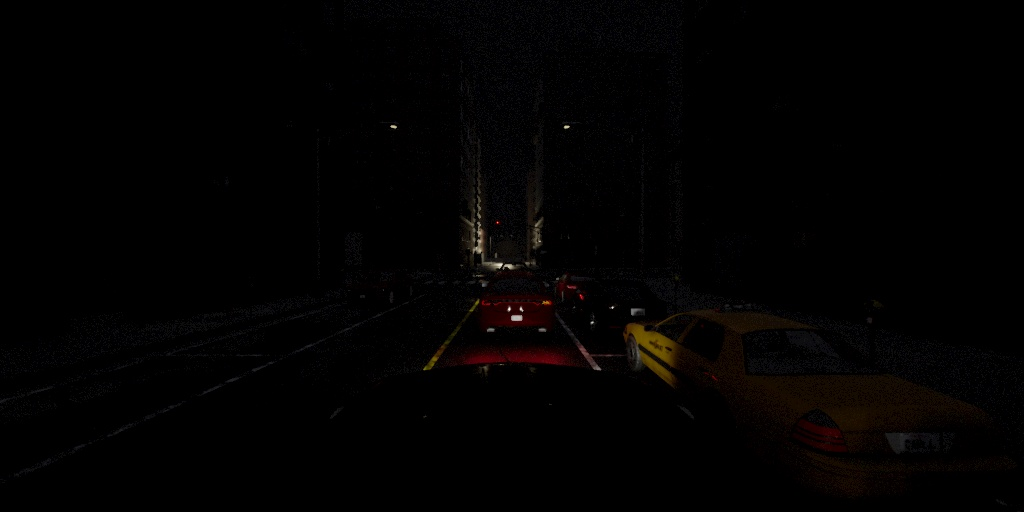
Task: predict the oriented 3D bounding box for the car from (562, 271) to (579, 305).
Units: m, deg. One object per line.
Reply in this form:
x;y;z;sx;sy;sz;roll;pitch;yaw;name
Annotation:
2.891;1.327;15.828;1.802;1.307;4.207;0;0;0;car

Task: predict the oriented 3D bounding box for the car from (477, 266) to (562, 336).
0.106;1.225;10.421;1.882;1.535;5.008;0;0;0;car

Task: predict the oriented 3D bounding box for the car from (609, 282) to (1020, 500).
2.875;1.274;4.826;1.751;1.417;4.829;0;0;0;car

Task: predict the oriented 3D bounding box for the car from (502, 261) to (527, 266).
0.121;1.096;20.751;2.097;1.767;4.553;0;0;0;car

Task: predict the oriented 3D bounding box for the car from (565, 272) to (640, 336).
2.883;1.313;10.242;1.948;1.339;4.313;0;0;0;car

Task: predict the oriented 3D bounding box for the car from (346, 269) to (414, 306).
-5.654;1.290;15.837;1.888;1.381;4.507;0;0;0;car
